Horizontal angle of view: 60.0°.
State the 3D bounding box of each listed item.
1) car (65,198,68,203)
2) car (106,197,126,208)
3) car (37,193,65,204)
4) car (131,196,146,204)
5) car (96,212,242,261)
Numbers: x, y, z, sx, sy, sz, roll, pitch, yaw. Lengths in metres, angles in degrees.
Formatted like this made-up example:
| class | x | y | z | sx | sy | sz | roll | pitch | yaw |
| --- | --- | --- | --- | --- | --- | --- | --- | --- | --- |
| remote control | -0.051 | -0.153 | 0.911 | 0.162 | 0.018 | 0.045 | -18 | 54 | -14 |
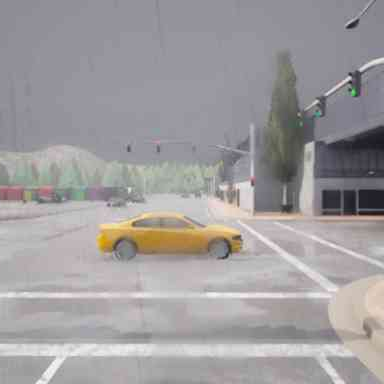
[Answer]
| class | x | y | z | sx | sy | sz | roll | pitch | yaw |
| --- | --- | --- | --- | --- | --- | --- | --- | --- | --- |
| car | -24.838 | 1.311 | 61.013 | 3.806 | 1.475 | 1.970 | 0 | 0 | 0 |
| car | -10.444 | 1.427 | 46.119 | 2.128 | 1.511 | 4.902 | 0 | 0 | 2 |
| car | -24.855 | 1.076 | 58.118 | 3.866 | 1.878 | 1.905 | 0 | 0 | 0 |
| car | -9.942 | 1.461 | 62.113 | 2.033 | 1.411 | 5.357 | 0 | 0 | 2 |
| car | -0.752 | 1.462 | 11.676 | 5.008 | 1.535 | 1.882 | 0 | 0 | -2 |
